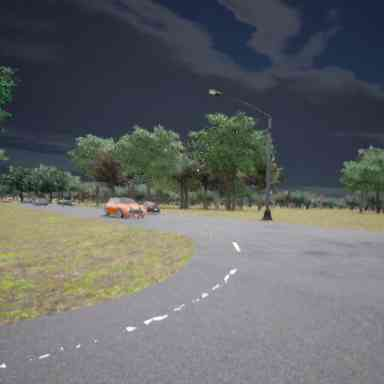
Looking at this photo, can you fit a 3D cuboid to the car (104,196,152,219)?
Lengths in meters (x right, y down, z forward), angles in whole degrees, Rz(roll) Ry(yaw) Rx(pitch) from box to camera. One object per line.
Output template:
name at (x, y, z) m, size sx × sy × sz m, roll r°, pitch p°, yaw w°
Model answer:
car at (-5.574, 1.243, 27.582) m, size 2.097 × 1.767 × 4.553 m, roll 3°, pitch -2°, yaw -35°

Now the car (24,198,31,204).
car at (-41.861, 2.348, 85.131) m, size 1.837 × 1.490 × 4.892 m, roll 3°, pitch -3°, yaw -33°

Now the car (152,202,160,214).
car at (-5.415, 1.845, 39.482) m, size 1.812 × 1.442 × 4.674 m, roll 3°, pitch -2°, yaw -35°

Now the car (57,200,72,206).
car at (-26.950, 2.317, 70.056) m, size 1.895 × 1.301 × 4.718 m, roll 3°, pitch -3°, yaw -35°

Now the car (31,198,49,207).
car at (-25.904, 1.794, 57.202) m, size 1.837 × 1.490 × 4.892 m, roll 3°, pitch -2°, yaw -31°
